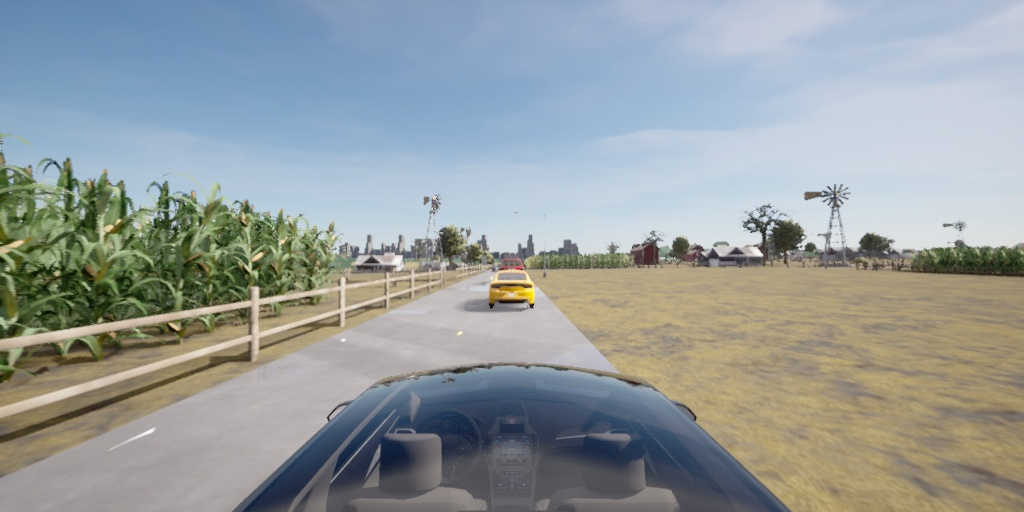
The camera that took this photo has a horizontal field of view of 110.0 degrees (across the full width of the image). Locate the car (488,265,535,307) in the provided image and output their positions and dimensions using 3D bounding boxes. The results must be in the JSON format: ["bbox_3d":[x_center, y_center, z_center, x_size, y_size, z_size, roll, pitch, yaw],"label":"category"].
[{"bbox_3d":[-0.012,1.378,16.327,1.882,1.535,5.008,0,0,0],"label":"car"}]

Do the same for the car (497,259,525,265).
[{"bbox_3d":[-0.034,1.291,30.877,2.150,2.045,5.566,0,-1,0],"label":"car"}]
